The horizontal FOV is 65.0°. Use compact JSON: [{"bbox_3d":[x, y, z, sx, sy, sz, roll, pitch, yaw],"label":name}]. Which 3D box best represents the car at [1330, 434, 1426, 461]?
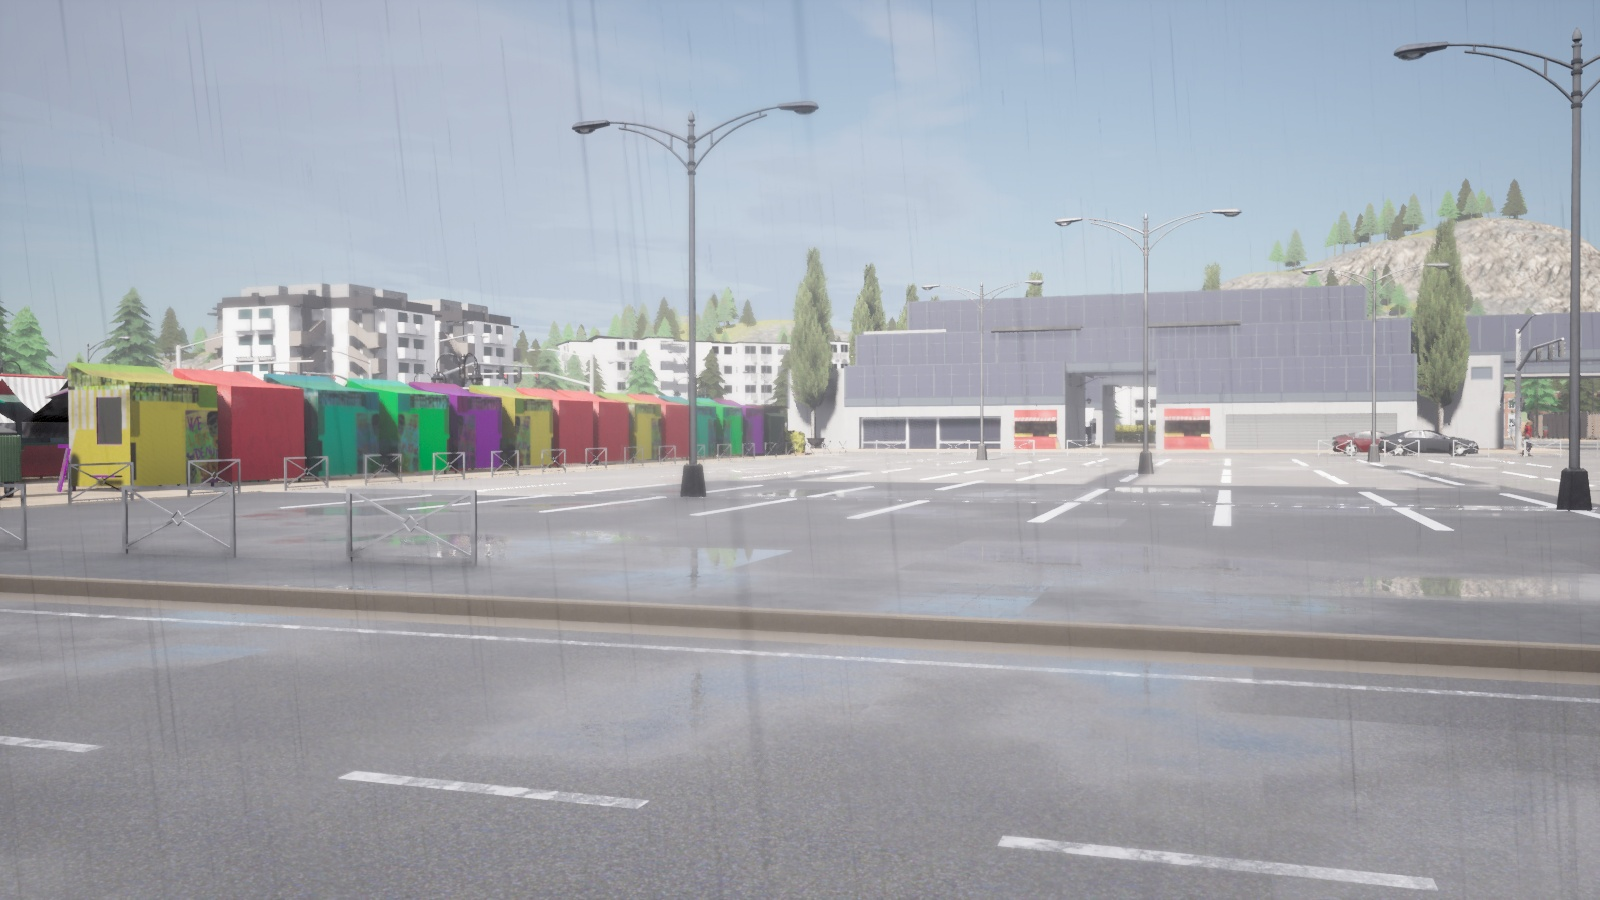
[{"bbox_3d":[32.991,-0.145,71.838,4.792,1.488,2.163,1,1,20],"label":"car"}]

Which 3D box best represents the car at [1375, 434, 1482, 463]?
[{"bbox_3d":[33.860,-0.120,67.801,4.902,1.511,2.128,1,1,20],"label":"car"}]

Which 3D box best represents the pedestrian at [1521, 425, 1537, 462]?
[{"bbox_3d":[36.301,-0.324,62.526,0.636,1.846,0.331,0,1,15],"label":"pedestrian"}]
